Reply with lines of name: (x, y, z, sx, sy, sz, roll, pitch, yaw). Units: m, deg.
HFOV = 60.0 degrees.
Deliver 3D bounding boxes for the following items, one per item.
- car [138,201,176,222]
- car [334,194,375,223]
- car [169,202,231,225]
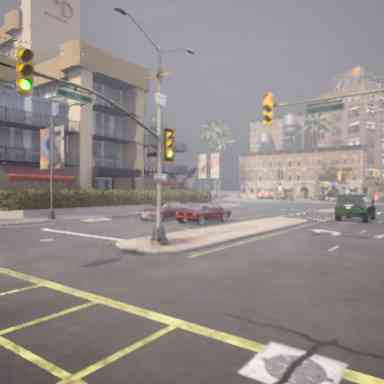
car: (-2.021, 1.403, 25.388, 1.812, 1.442, 4.674, 1, 0, 36)
car: (12.637, 1.187, 25.722, 2.150, 2.045, 5.566, 1, 0, 36)
car: (0.827, 1.505, 23.355, 1.895, 1.301, 4.718, 1, 0, 36)
